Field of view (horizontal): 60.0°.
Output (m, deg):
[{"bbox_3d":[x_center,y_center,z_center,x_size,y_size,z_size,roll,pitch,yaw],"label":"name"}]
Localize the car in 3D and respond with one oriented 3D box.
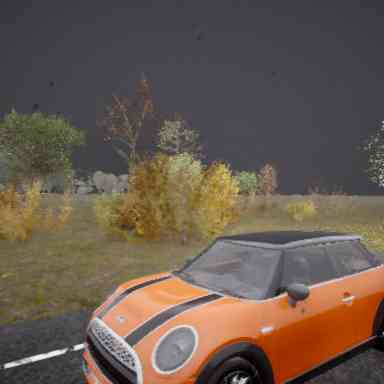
[{"bbox_3d":[0.929,1.382,4.623,4.553,1.767,2.097,1,0,-35],"label":"car"}]
